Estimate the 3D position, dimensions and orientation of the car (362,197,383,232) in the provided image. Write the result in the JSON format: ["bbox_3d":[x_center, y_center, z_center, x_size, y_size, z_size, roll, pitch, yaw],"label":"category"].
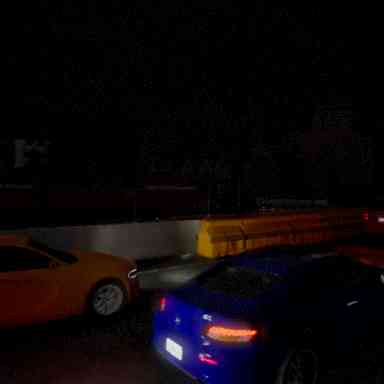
[{"bbox_3d":[10.034,1.250,15.149,5.566,2.045,2.150,0,0,-34],"label":"car"}]

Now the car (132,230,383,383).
[{"bbox_3d":[1.688,1.533,4.937,4.674,1.442,1.812,0,0,-35],"label":"car"}]

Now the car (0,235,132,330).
[{"bbox_3d":[-3.322,1.478,5.677,5.008,1.535,1.882,1,-1,-35],"label":"car"}]

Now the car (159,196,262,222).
[{"bbox_3d":[1.320,1.240,17.767,5.566,2.045,2.150,0,0,-35],"label":"car"}]

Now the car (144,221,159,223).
[{"bbox_3d":[-0.608,1.621,20.687,4.718,1.301,1.895,0,0,-35],"label":"car"}]
